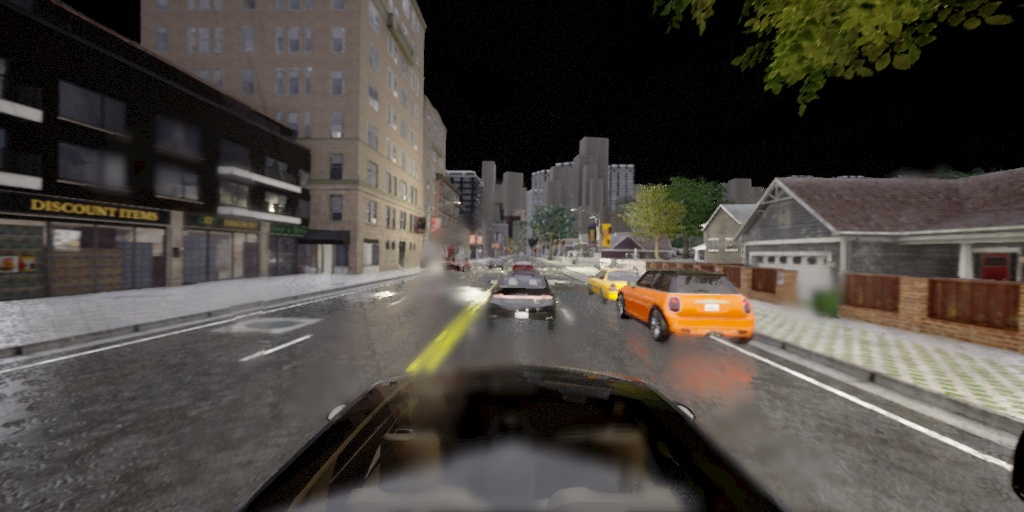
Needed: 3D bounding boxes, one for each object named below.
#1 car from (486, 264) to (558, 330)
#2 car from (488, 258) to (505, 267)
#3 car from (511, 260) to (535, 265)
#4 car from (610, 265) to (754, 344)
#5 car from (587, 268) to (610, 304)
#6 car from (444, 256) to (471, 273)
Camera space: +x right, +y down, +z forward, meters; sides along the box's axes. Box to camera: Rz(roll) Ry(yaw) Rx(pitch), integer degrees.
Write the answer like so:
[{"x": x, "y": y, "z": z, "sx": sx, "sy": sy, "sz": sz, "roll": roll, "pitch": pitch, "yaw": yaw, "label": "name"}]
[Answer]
[{"x": 0.320, "y": 1.191, "z": 10.982, "sx": 2.128, "sy": 1.511, "sz": 4.902, "roll": 1, "pitch": 0, "yaw": 2, "label": "car"}, {"x": -1.943, "y": 0.958, "z": 46.106, "sx": 1.837, "sy": 1.490, "sz": 4.892, "roll": 1, "pitch": 0, "yaw": 2, "label": "car"}, {"x": 0.952, "y": 1.066, "z": 31.140, "sx": 1.882, "sy": 1.535, "sz": 5.008, "roll": 1, "pitch": 0, "yaw": 2, "label": "car"}, {"x": 4.415, "y": 1.125, "z": 9.932, "sx": 2.097, "sy": 1.767, "sz": 4.553, "roll": 1, "pitch": 0, "yaw": 2, "label": "car"}, {"x": 4.609, "y": 1.195, "z": 16.149, "sx": 1.801, "sy": 1.575, "sz": 5.366, "roll": 1, "pitch": 0, "yaw": 2, "label": "car"}, {"x": -5.554, "y": 0.797, "z": 36.740, "sx": 2.097, "sy": 1.767, "sz": 4.553, "roll": 1, "pitch": 0, "yaw": 2, "label": "car"}]
